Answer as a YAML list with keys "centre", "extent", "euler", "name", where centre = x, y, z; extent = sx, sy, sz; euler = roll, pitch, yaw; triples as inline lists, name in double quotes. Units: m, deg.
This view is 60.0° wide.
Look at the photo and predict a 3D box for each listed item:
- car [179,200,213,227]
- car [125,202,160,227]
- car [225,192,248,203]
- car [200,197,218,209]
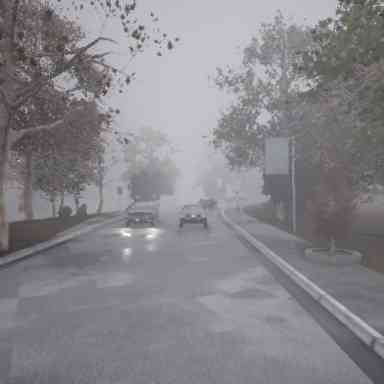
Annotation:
- centre: [0.115, 1.488, 22.448]
  extent: [2.033, 1.411, 5.357]
  euler: [0, 0, 1]
  name: "car"
- centre: [-3.271, 1.445, 22.639]
  extent: [1.837, 1.490, 4.892]
  euler: [0, 0, 1]
  name: "car"
- centre: [8.395, 1.081, 62.229]
  extent: [2.150, 2.045, 5.566]
  euler: [-4, -4, 39]
  name: "car"
- centre: [2.037, 1.337, 41.808]
  extent: [2.128, 1.511, 4.902]
  euler: [-1, 0, 13]
  name: "car"
